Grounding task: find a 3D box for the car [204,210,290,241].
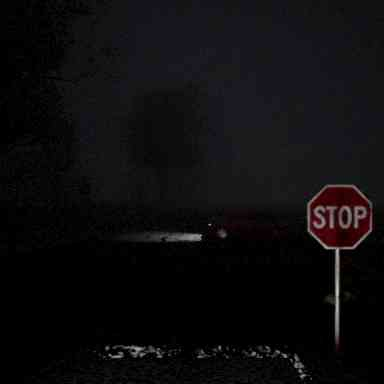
[{"bbox_3d":[2.710,1.621,16.623,4.181,1.385,1.994,1,0,2],"label":"car"}]
